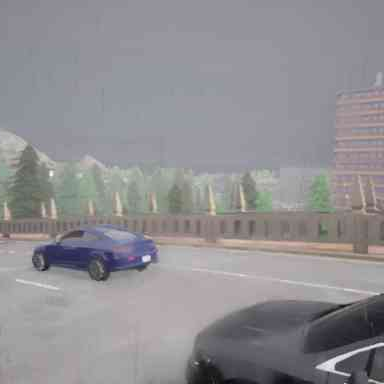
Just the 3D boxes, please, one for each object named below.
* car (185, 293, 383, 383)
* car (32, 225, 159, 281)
[{"bbox_3d":[2.190,1.501,2.430,4.892,1.490,1.837,0,0,35],"label":"car"},{"bbox_3d":[-3.138,1.775,10.524,4.674,1.442,1.812,-3,-2,35],"label":"car"}]
